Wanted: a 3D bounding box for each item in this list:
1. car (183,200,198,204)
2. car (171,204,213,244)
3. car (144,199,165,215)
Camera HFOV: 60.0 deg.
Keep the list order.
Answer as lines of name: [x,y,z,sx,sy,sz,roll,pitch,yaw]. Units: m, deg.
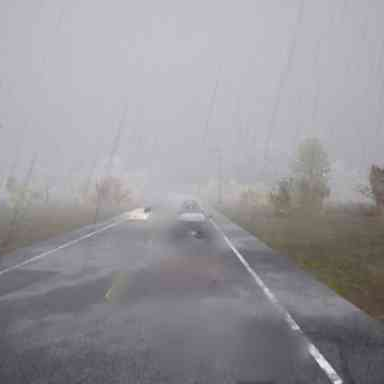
car: [-0.162,1.546,34.109,2.033,1.411,5.357,0,0,0]
car: [-0.003,1.531,15.749,1.812,1.442,4.674,0,0,0]
car: [-3.848,1.479,34.638,1.882,1.535,5.008,0,0,0]
